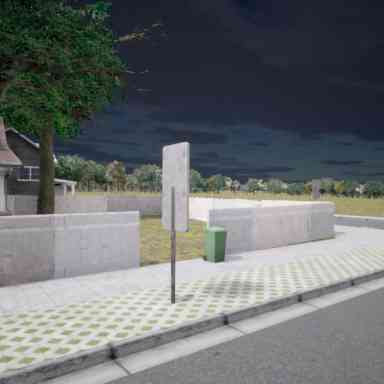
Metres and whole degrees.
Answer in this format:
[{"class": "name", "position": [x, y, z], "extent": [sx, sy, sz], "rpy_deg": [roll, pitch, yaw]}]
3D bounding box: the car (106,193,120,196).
[{"class": "car", "position": [-13.944, 0.855, 58.676], "extent": [1.994, 1.385, 4.181], "rpy_deg": [1, 0, -36]}]

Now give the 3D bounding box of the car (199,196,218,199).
[{"class": "car", "position": [1.659, 1.195, 37.093], "extent": [2.033, 1.411, 5.357], "rpy_deg": [1, 0, -36]}]
